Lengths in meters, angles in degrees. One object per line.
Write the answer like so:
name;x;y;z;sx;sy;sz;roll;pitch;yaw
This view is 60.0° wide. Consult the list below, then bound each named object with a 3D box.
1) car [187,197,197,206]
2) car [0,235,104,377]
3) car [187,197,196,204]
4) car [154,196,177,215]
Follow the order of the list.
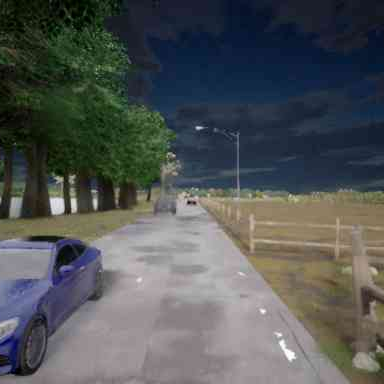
car;-0.050;1.871;63.400;1.882;1.535;5.008;0;-1;0
car;-2.850;1.546;5.740;1.812;1.442;4.674;0;0;0
car;-0.059;1.787;73.902;1.882;1.535;5.008;0;-1;0
car;-2.778;1.405;35.992;2.150;2.045;5.566;0;0;0
